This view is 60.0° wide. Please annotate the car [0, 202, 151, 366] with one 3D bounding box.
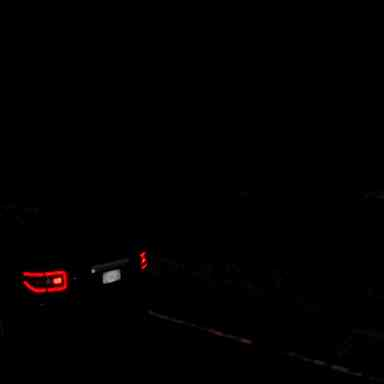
[{"bbox_3d":[-3.225,1.197,5.981,5.566,2.045,2.150,0,0,36],"label":"car"}]
